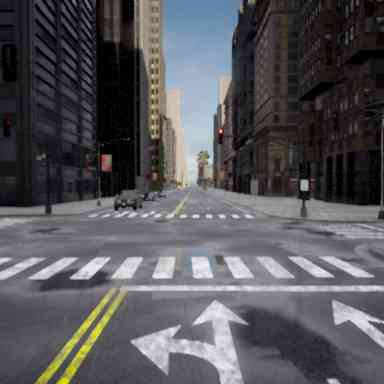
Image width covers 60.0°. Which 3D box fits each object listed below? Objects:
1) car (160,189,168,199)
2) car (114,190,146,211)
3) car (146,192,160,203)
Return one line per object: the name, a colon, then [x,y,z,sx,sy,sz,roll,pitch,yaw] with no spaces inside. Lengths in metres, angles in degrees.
car: [-6.260,0.687,68.204,1.994,1.385,4.181,0,1,0]
car: [-6.474,0.780,34.429,2.150,2.045,5.566,0,1,0]
car: [-6.387,0.844,50.508,1.837,1.490,4.892,0,0,1]
